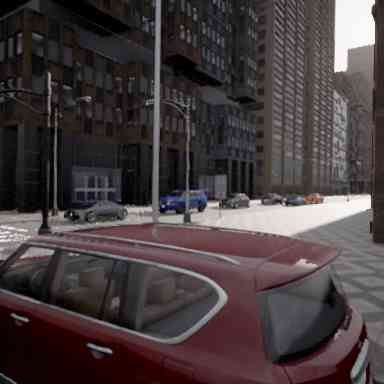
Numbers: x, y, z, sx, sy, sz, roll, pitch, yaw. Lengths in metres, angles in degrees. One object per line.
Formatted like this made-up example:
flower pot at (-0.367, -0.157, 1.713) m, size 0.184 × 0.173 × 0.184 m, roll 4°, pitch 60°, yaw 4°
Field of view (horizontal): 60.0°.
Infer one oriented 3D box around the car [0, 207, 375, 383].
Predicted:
car at (-0.841, 1.266, 3.559) m, size 5.009 × 1.841 × 2.192 m, roll 1°, pitch 1°, yaw 35°

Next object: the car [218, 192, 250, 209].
car at (4.837, 0.940, 37.780) m, size 2.097 × 1.767 × 4.553 m, roll 1°, pitch 1°, yaw 35°

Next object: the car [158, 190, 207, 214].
car at (-0.793, 0.832, 29.820) m, size 2.150 × 2.045 × 5.566 m, roll 1°, pitch 1°, yaw 35°

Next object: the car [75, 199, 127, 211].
car at (-6.279, 1.196, 22.055) m, size 1.994 × 1.385 × 4.181 m, roll 1°, pitch 1°, yaw 35°

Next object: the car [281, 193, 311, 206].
car at (14.353, 1.187, 45.805) m, size 1.994 × 1.385 × 4.181 m, roll 1°, pitch 1°, yaw 36°

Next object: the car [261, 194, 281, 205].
car at (11.323, 1.054, 46.900) m, size 2.128 × 1.511 × 4.902 m, roll 1°, pitch 1°, yaw 35°

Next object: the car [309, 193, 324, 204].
car at (19.532, 0.951, 53.231) m, size 2.097 × 1.767 × 4.553 m, roll 1°, pitch 1°, yaw 35°
